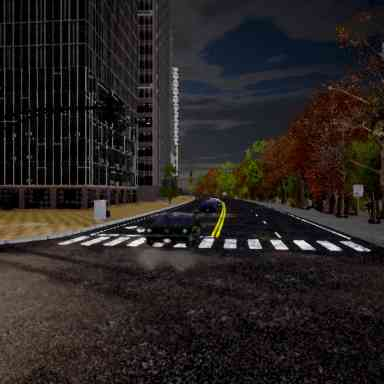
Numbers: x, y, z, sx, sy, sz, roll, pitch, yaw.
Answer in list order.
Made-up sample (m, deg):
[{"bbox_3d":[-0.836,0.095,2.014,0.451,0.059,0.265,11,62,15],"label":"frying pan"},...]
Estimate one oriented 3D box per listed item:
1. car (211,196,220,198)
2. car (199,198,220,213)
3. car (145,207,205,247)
[{"bbox_3d":[4.365,1.427,63.696,1.812,1.442,4.674,0,0,4],"label":"car"},{"bbox_3d":[1.881,1.609,37.018,1.895,1.301,4.718,0,0,6],"label":"car"},{"bbox_3d":[-0.716,1.605,15.220,1.895,1.301,4.718,0,0,7],"label":"car"}]
